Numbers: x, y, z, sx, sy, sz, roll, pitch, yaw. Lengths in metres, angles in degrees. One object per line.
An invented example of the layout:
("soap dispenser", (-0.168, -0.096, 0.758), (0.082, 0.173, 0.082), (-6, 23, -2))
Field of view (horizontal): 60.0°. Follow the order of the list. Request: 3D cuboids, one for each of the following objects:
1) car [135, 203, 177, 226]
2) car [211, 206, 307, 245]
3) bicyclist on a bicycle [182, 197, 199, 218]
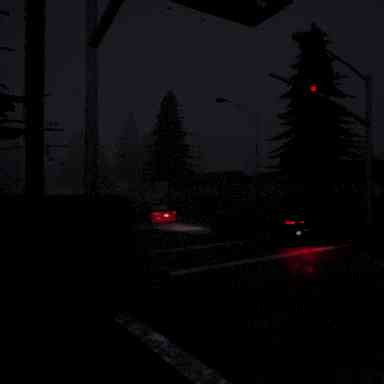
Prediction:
("car", (-2.813, 1.492, 23.471), (1.994, 1.385, 4.181), (0, 1, -35))
("car", (2.861, 1.408, 15.290), (2.128, 1.511, 4.902), (0, 0, -36))
("bicyclist on a bicycle", (-0.105, 1.242, 26.273), (1.656, 1.620, 0.582), (0, 0, -36))
